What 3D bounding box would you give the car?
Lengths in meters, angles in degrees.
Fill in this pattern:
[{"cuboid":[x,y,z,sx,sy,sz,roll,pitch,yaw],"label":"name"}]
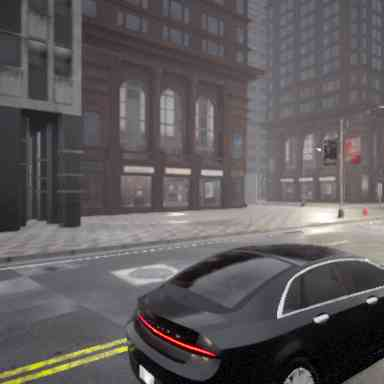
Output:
[{"cuboid":[1.548,1.468,4.544,4.892,1.490,1.837,-1,0,-36],"label":"car"}]
